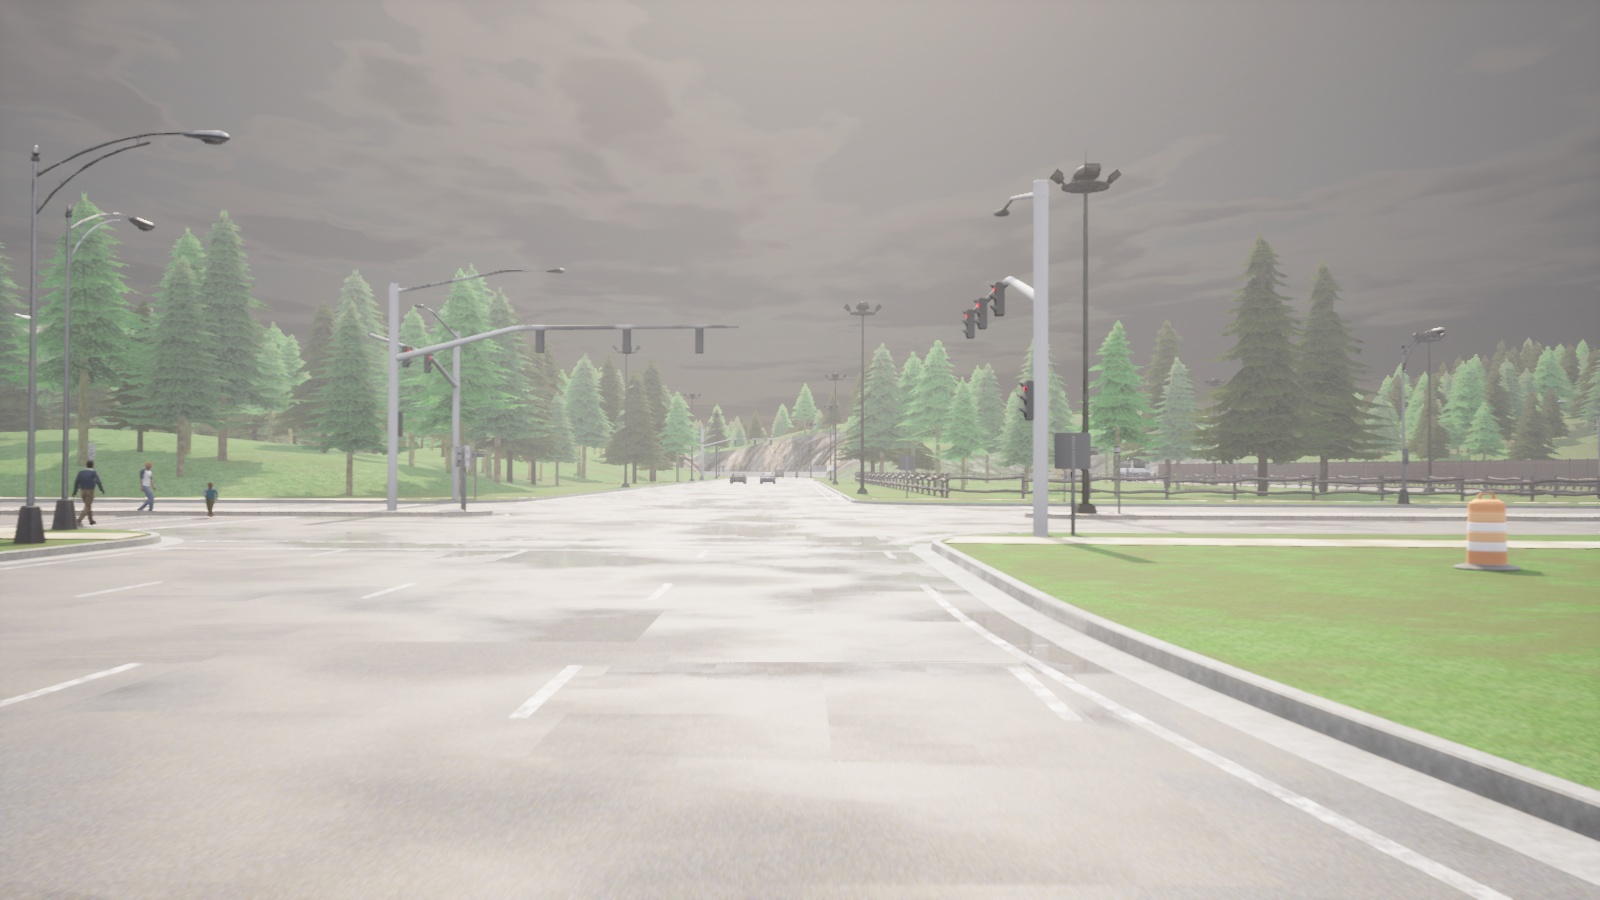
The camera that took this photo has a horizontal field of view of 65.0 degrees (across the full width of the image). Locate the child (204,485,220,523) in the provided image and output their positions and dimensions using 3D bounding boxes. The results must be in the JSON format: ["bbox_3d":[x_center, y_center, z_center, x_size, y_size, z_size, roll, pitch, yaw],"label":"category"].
[{"bbox_3d":[-18.436,1.697,39.390,0.343,1.192,0.448,0,-1,-11],"label":"child"}]

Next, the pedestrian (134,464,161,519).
[{"bbox_3d":[-21.690,1.369,41.742,0.706,1.836,0.354,0,-1,-3],"label":"pedestrian"}]

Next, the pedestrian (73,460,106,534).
[{"bbox_3d":[-18.810,1.236,33.261,0.423,1.949,0.788,0,-1,0],"label":"pedestrian"}]
